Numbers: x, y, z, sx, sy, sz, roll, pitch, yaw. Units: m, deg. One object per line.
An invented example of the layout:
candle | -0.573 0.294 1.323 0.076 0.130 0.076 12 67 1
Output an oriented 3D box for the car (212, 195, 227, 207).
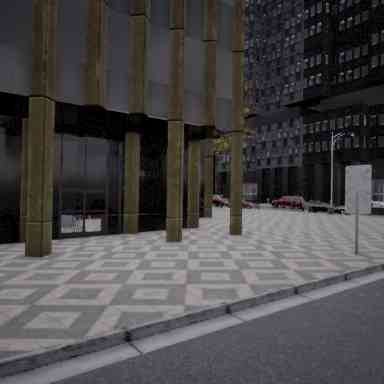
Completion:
car | 3.678 1.311 47.340 2.192 1.841 5.009 1 -1 -35

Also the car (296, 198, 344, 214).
car | 13.233 1.540 33.840 1.947 1.339 4.313 1 -1 -35

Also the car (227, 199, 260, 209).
car | 6.860 1.570 42.837 1.802 1.307 4.206 1 -1 -35

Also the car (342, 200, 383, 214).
car | 20.184 1.708 38.773 2.008 1.369 4.403 1 -1 -35

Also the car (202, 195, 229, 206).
car | 4.257 1.511 61.269 2.192 1.841 5.009 1 -1 -35

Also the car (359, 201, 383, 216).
car | 16.420 1.518 29.341 2.008 1.369 4.403 1 -1 -35

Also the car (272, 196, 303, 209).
car | 13.815 1.487 47.773 2.192 1.841 5.009 1 -1 -35
